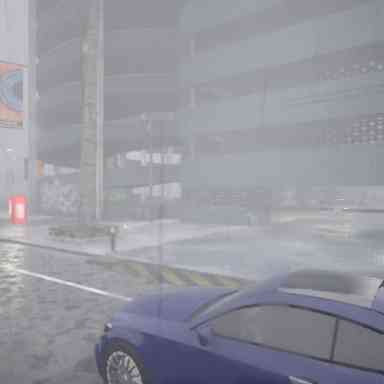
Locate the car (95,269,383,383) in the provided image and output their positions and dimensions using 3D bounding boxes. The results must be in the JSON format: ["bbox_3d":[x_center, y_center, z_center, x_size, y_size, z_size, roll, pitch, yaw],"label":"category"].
[{"bbox_3d":[1.081,1.526,3.222,4.674,1.442,1.812,0,0,36],"label":"car"}]

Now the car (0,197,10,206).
[{"bbox_3d":[-32.093,1.588,57.066,1.994,1.385,4.181,0,0,22],"label":"car"}]

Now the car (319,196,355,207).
[{"bbox_3d":[20.554,1.327,47.338,4.674,1.452,2.002,0,0,36],"label":"car"}]

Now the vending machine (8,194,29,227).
[{"bbox_3d":[-11.632,1.205,22.300,1.100,2.100,0.880,0,0,-40],"label":"vending machine"}]
